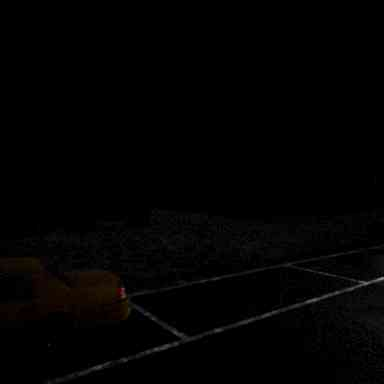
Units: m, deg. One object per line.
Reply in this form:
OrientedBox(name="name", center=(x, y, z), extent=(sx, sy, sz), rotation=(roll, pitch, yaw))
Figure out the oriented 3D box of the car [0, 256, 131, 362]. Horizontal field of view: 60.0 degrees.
OrientedBox(name="car", center=(-3.235, 1.526, 4.344), extent=(4.829, 1.417, 1.752), rotation=(0, 0, -35))
